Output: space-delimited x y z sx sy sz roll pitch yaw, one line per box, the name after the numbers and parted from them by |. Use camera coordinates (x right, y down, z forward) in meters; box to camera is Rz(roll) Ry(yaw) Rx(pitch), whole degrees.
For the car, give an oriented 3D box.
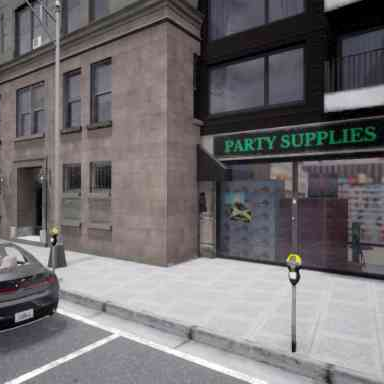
-4.200 1.551 6.080 4.403 1.369 2.008 0 0 36 | car
